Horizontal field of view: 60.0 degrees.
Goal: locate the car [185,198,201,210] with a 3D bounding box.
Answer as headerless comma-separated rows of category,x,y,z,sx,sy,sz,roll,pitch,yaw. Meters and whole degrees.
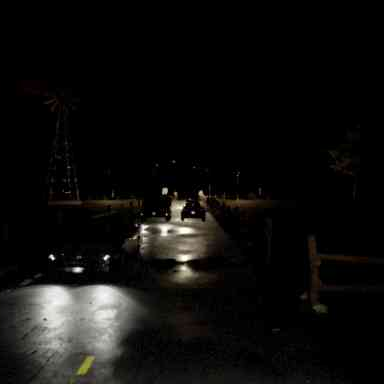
car,0.101,1.558,43.242,1.994,1.385,4.181,0,0,0

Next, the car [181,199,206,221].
car,0.089,1.560,27.486,1.994,1.385,4.181,0,0,0

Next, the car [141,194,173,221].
car,-2.776,1.219,27.082,2.150,2.045,5.566,0,0,0

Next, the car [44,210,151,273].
car,-2.820,1.546,10.901,2.033,1.411,5.357,0,0,0
